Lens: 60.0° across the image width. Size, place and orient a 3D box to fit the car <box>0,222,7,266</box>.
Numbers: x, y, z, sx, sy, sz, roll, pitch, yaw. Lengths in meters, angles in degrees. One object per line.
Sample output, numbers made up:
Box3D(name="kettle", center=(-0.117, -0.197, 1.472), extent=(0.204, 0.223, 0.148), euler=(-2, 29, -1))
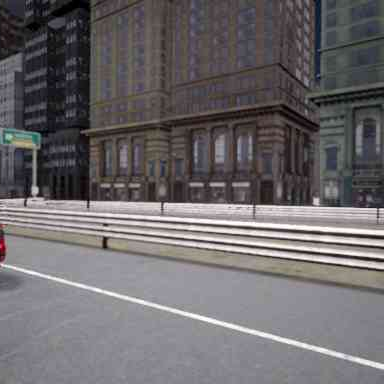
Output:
Box3D(name="car", center=(-7.301, 1.185, 9.171), extent=(5.566, 2.045, 2.150), euler=(0, 0, 36))
